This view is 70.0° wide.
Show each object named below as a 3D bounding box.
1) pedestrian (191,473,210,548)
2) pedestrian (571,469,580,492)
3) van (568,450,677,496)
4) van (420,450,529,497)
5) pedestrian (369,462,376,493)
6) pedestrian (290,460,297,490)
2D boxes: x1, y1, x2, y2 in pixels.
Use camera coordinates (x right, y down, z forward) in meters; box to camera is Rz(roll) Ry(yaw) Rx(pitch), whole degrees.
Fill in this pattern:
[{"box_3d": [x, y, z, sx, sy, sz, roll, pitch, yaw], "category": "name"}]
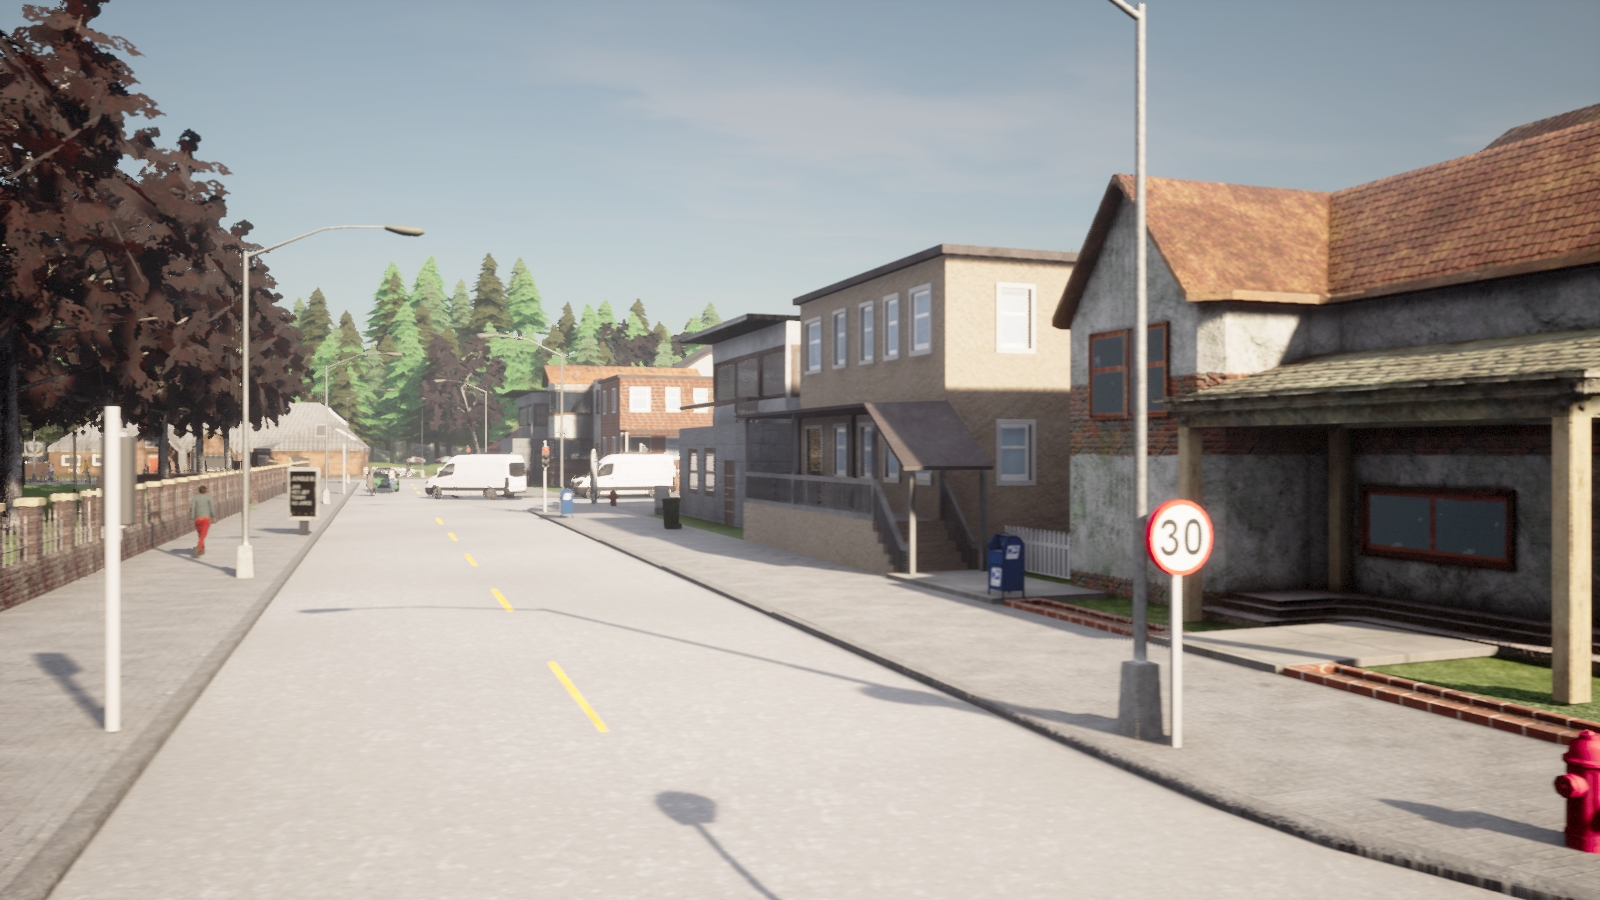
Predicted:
[{"box_3d": [-15.113, 1.525, 28.823, 0.375, 1.860, 0.375, 0, 0, -18], "category": "pedestrian"}, {"box_3d": [-13.233, 1.796, 67.333, 0.375, 1.300, 0.375, 0, 0, -40], "category": "pedestrian"}, {"box_3d": [-10.214, 1.315, 65.722, 5.915, 2.561, 1.988, 0, 0, -20], "category": "van"}, {"box_3d": [-18.579, 1.314, 65.235, 5.915, 2.561, 1.988, 0, 1, 20], "category": "van"}, {"box_3d": [-25.554, 1.628, 68.259, 0.375, 1.860, 0.375, 0, 0, -19], "category": "pedestrian"}, {"box_3d": [-31.368, 1.524, 70.776, 0.375, 1.860, 0.375, 0, 0, -20], "category": "pedestrian"}]
